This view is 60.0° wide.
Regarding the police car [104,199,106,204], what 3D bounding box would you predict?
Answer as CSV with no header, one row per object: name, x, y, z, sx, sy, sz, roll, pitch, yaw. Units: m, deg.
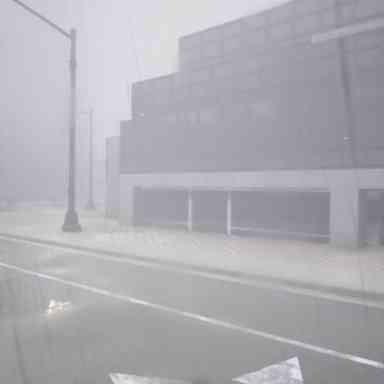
police car,-10.602,1.083,48.936,2.038,1.542,4.974,1,1,36
